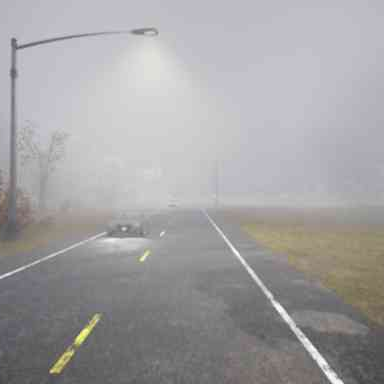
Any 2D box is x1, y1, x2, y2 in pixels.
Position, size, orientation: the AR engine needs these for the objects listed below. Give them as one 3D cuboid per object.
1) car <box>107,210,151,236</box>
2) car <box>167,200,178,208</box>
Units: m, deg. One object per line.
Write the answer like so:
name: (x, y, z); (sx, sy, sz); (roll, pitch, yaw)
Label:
car: (-3.605, 1.783, 19.637); (1.994, 1.385, 4.181); (0, -1, 0)
car: (-3.539, 2.166, 61.498); (1.882, 1.535, 5.008); (0, -1, 0)
